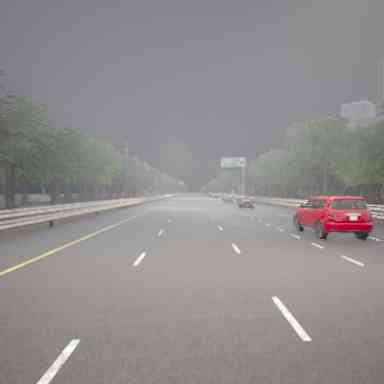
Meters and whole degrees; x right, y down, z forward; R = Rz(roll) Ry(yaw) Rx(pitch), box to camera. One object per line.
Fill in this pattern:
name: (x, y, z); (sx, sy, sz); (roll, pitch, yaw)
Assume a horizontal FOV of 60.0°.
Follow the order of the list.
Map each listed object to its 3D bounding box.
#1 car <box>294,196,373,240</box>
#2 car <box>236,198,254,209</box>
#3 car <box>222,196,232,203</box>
car: (7.013, 1.225, 17.104); (2.150, 2.045, 5.566); (0, 0, 0)
car: (7.103, 1.541, 44.968); (1.812, 1.442, 4.674); (0, 0, 0)
car: (7.249, 1.526, 69.248); (2.128, 1.511, 4.902); (0, 0, 0)
